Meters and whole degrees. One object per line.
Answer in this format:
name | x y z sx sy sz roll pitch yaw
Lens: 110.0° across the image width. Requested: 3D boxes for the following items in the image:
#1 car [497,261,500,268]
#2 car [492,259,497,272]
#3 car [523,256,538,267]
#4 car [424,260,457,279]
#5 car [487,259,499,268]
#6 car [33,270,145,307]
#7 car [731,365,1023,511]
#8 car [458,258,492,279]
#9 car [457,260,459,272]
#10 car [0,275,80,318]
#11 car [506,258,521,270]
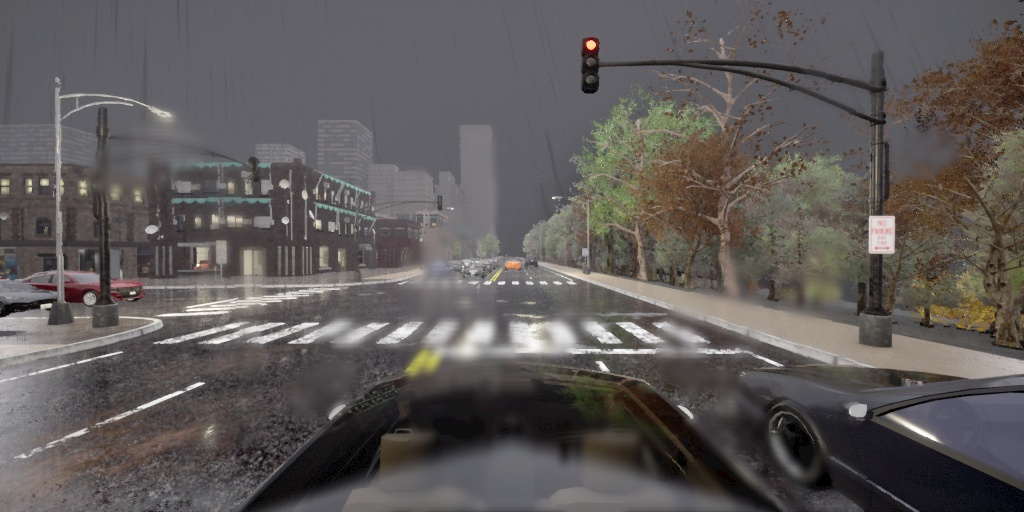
car | -3.278 1.224 51.776 2.128 1.511 4.902 0 0 0
car | -3.292 1.228 42.373 2.128 1.511 4.902 0 0 0
car | 3.428 0.948 64.252 2.150 2.045 5.566 0 0 0
car | -6.557 1.266 32.981 1.812 1.442 4.674 0 0 0
car | -3.240 1.253 61.777 1.812 1.442 4.674 0 0 1
car | -19.821 1.448 16.386 5.008 1.535 1.882 -1 1 0
car | 3.350 1.297 1.504 2.033 1.411 5.357 0 0 0
car | -3.305 1.232 32.968 2.128 1.511 4.902 0 0 0
car | -6.543 1.241 42.241 1.837 1.490 4.892 0 0 0
car | -19.932 1.565 13.681 4.313 1.339 1.948 0 0 0
car | 0.160 1.084 51.195 2.097 1.767 4.553 0 0 0
